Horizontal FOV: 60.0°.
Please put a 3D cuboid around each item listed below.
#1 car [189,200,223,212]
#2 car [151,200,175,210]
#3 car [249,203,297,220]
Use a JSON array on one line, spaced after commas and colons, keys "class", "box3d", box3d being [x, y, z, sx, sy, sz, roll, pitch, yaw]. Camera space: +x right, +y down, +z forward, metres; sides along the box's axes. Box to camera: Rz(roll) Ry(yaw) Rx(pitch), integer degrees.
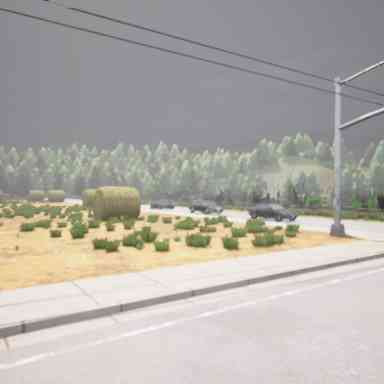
[{"class": "car", "box3d": [1.491, 1.671, 36.807, 2.128, 1.511, 4.902, 1, 0, -33]}, {"class": "car", "box3d": [-3.995, 1.749, 45.426, 1.994, 1.385, 4.181, 1, 0, -32]}, {"class": "car", "box3d": [6.832, 1.700, 28.478, 1.812, 1.442, 4.674, 1, 0, -33]}]
